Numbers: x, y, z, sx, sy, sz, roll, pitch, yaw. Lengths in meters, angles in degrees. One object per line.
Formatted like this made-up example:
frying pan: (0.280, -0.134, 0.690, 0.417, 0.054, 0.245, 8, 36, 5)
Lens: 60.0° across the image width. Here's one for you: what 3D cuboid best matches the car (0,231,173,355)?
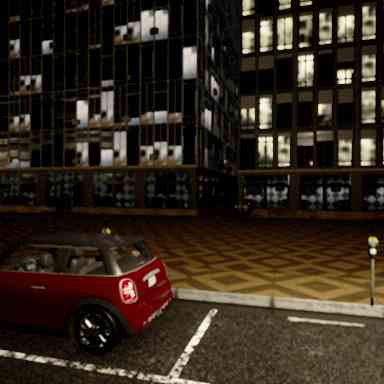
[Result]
car: (-2.501, 1.447, 5.845, 4.097, 1.590, 1.967, 0, 0, 16)
